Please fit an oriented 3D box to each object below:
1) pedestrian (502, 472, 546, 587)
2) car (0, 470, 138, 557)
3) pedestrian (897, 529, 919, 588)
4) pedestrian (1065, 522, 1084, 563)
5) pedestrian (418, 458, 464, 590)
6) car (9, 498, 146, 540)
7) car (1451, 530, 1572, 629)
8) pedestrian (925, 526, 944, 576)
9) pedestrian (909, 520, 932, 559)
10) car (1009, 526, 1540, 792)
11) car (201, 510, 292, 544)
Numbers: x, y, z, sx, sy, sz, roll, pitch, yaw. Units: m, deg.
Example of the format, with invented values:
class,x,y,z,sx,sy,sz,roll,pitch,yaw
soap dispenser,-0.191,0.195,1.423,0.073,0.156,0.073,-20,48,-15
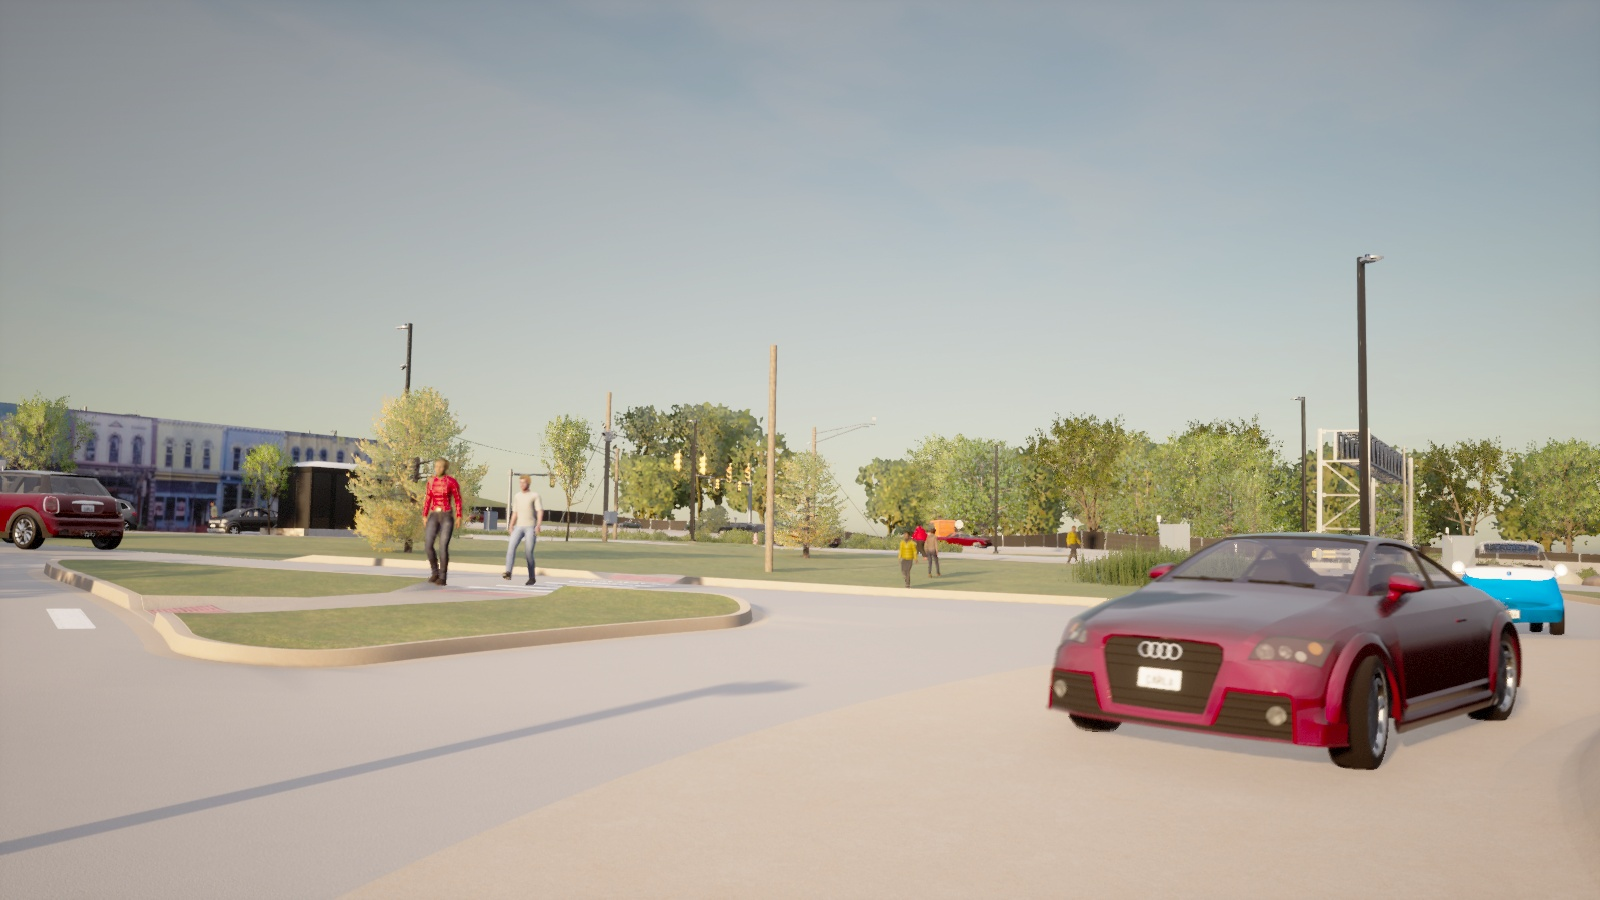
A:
class,x,y,z,sx,sy,sz,roll,pitch,yaw
pedestrian,-4.497,1.292,20.474,0.354,1.836,0.706,-1,-5,17
car,-17.202,1.373,27.685,4.553,1.767,2.097,1,-4,23
pedestrian,3.459,3.459,40.162,0.431,1.840,0.709,-2,-5,27
pedestrian,12.443,4.210,56.937,0.431,1.840,0.709,4,-5,-37
pedestrian,-5.136,1.057,17.975,0.331,1.846,0.636,0,-4,10
car,-31.711,3.058,55.255,2.242,1.667,4.611,-2,-6,31
car,10.745,1.975,19.012,1.481,1.376,2.207,-1,-7,29
pedestrian,4.918,3.696,45.880,0.328,1.805,0.869,-2,-5,31
pedestrian,5.822,4.335,60.691,0.634,1.844,0.899,4,-6,-40
car,3.547,1.257,8.969,1.994,1.385,4.181,-2,-4,45
car,-27.423,3.843,62.346,1.789,1.549,3.705,-2,-6,31
